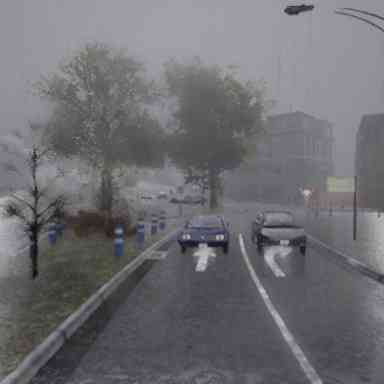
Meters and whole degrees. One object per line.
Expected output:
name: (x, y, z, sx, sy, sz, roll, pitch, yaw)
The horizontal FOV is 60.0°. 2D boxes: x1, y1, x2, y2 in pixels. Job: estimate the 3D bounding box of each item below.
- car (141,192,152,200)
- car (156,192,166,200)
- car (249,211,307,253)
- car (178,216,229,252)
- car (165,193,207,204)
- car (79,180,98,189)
car: (-9.021, 0.728, 65.926, 1.994, 1.385, 4.181, 0, 4, -10)
car: (-6.064, 0.667, 66.428, 1.837, 1.490, 4.892, 0, 5, -10)
car: (3.529, 1.564, 14.132, 2.128, 1.511, 4.902, 0, 0, 6)
car: (0.642, 1.666, 14.240, 1.895, 1.301, 4.718, 0, 0, 6)
car: (-0.958, 1.229, 52.226, 5.357, 1.411, 2.033, 0, 1, 24)
car: (-28.093, -1.565, 89.790, 4.792, 1.488, 2.163, -3, 6, -34)
